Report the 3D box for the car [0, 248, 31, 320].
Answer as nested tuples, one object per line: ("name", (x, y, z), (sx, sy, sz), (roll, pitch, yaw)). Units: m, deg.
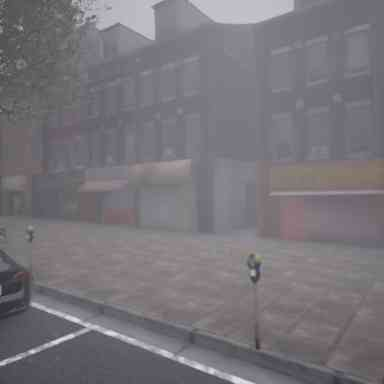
("car", (-4.694, 1.509, 6.142), (4.313, 1.339, 1.947), (1, -1, 35))
